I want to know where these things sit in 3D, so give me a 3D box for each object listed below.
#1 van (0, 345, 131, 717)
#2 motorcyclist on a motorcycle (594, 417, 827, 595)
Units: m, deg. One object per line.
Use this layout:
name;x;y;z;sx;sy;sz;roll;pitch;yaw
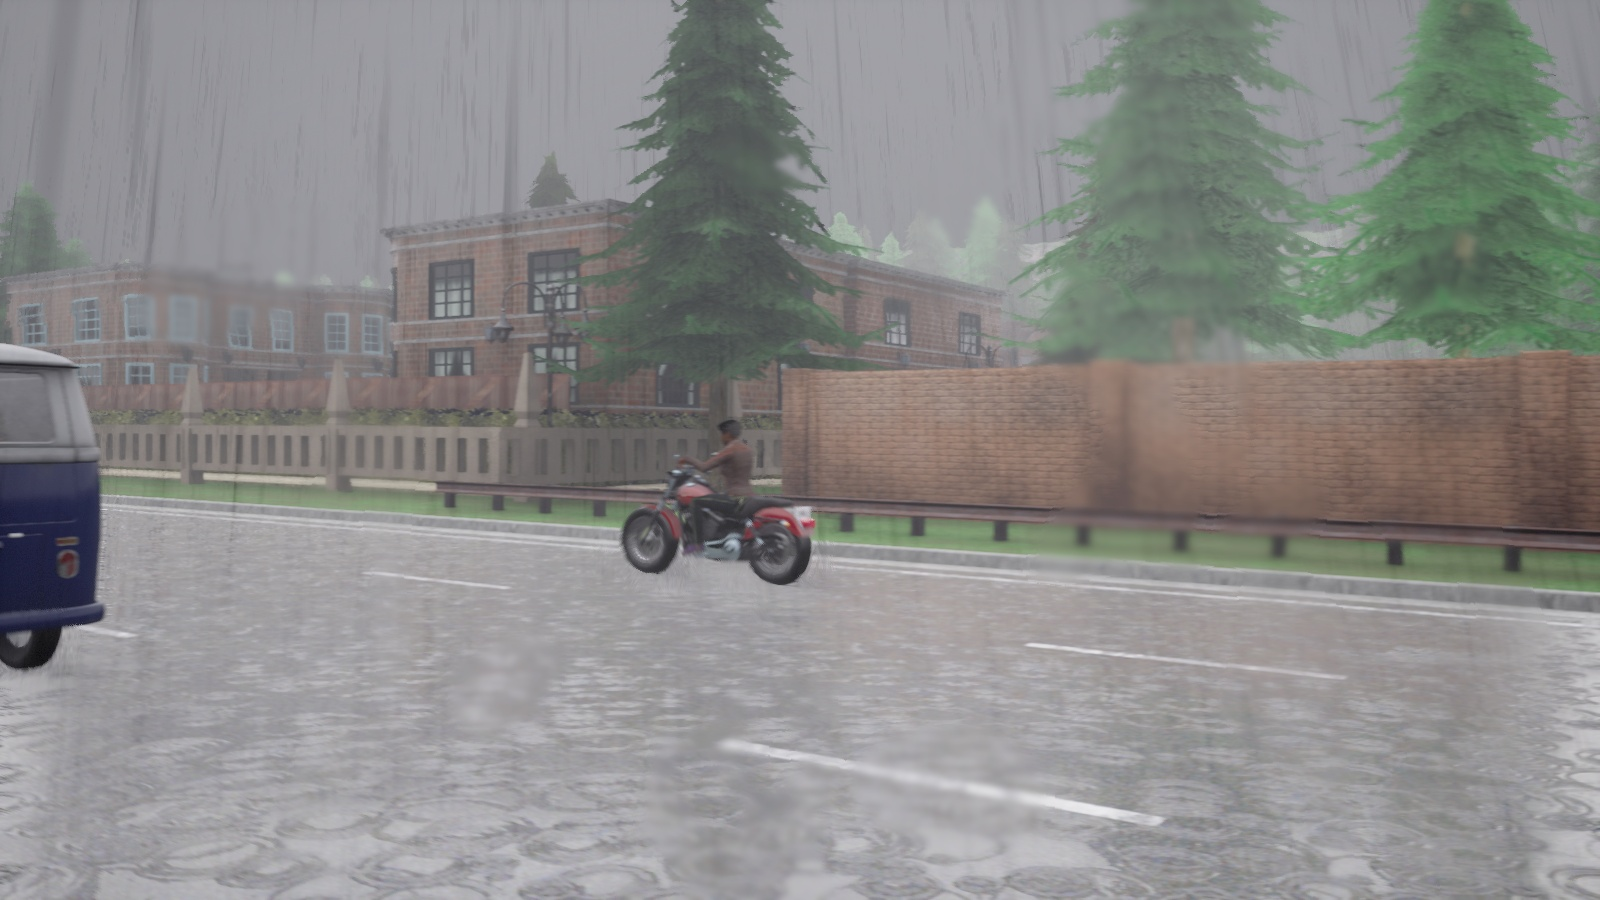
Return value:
van;-6.229;0.434;7.757;4.442;1.987;1.775;0;1;34
motorcyclist on a motorcycle;-0.932;0.517;12.645;2.350;1.649;0.766;0;1;34
